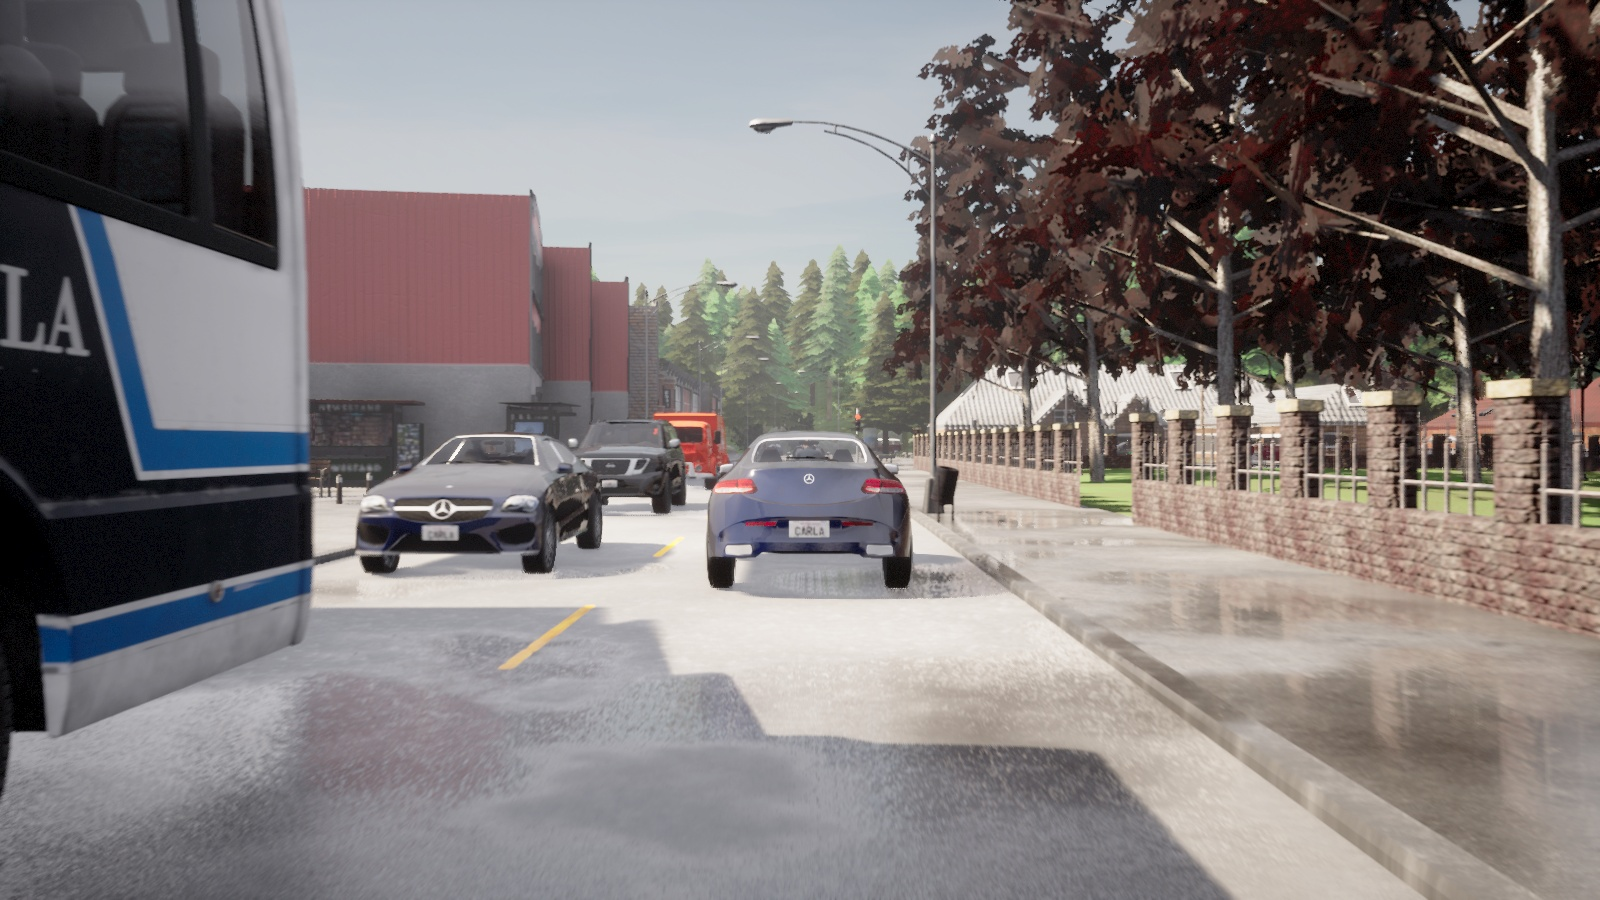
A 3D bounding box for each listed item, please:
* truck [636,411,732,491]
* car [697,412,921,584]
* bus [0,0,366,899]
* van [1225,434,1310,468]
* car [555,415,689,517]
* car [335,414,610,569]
[{"bbox_3d":[-3.704,0.023,41.190,2.627,2.467,5.204,0,0,0],"label":"truck"},{"bbox_3d":[0.104,0.442,14.568,2.152,1.651,5.027,0,0,0],"label":"car"},{"bbox_3d":[-3.978,-0.637,0.599,3.944,4.253,10.273,0,0,0],"label":"bus"},{"bbox_3d":[28.726,0.054,77.302,4.480,2.038,2.069,0,0,4],"label":"van"},{"bbox_3d":[-3.801,0.304,27.868,2.150,2.045,5.566,0,0,0],"label":"car"},{"bbox_3d":[-3.887,0.431,15.969,2.152,1.651,5.027,0,0,0],"label":"car"}]
